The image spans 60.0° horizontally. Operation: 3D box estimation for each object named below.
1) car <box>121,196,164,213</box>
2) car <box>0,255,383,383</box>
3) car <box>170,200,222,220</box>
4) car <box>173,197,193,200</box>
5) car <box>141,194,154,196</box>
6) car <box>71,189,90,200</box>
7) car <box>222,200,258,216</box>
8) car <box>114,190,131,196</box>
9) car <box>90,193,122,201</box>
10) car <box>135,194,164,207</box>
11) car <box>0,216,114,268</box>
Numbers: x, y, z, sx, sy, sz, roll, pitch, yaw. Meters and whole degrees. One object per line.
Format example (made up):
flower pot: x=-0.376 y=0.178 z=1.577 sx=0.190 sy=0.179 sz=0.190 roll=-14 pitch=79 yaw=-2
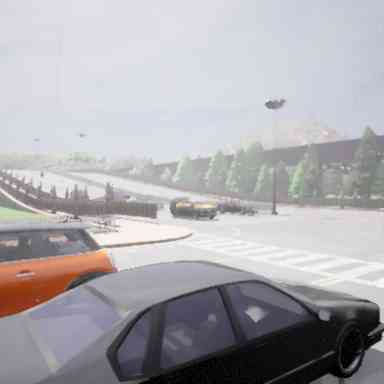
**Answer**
car: x=-5.408 y=1.533 z=36.267 sx=2.128 sy=1.511 sz=4.902 roll=0 pitch=1 yaw=-37
car: x=0.076 y=1.558 z=3.803 sx=5.357 sy=1.411 sz=2.033 roll=0 pitch=0 yaw=-36
car: x=0.101 y=1.681 z=28.955 sx=1.895 sy=1.301 sz=4.718 roll=0 pitch=0 yaw=-36
car: x=0.406 y=1.567 z=34.404 sx=1.882 sy=1.535 sz=5.008 roll=0 pitch=0 yaw=-37
car: x=-5.370 y=1.431 z=42.006 sx=2.128 sy=1.511 sz=4.902 roll=0 pitch=2 yaw=-37
car: x=-17.507 y=0.359 z=52.333 sx=1.837 sy=1.490 sz=4.892 roll=0 pitch=6 yaw=-37
car: x=4.682 y=1.601 z=34.564 sx=2.128 sy=1.511 sz=4.902 roll=0 pitch=0 yaw=-37
car: x=-11.352 y=0.940 z=49.934 sx=1.994 sy=1.385 sz=4.181 roll=0 pitch=4 yaw=-37
car: x=-11.428 y=1.232 z=44.215 sx=1.994 sy=1.385 sz=4.181 roll=0 pitch=3 yaw=-37
car: x=-6.323 y=1.143 z=49.077 sx=2.128 sy=1.511 sz=4.902 roll=0 pitch=3 yaw=-37
car: x=-3.599 y=1.351 z=5.673 sx=4.553 sy=1.767 sz=2.097 roll=0 pitch=0 yaw=-35
